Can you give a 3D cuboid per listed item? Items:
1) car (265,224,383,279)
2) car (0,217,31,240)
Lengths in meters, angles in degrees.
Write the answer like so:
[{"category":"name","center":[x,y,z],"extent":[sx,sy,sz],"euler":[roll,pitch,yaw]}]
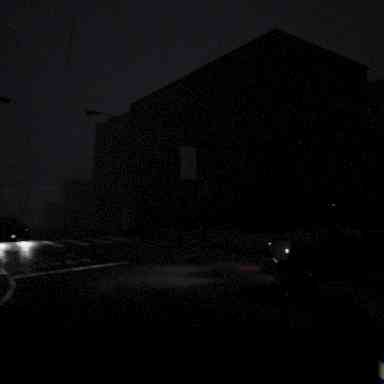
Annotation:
[{"category":"car","center":[4.591,1.626,9.633],"extent":[4.718,1.301,1.895],"euler":[0,0,-5]},{"category":"car","center":[-11.375,2.226,20.348],"extent":[2.033,1.411,5.357],"euler":[0,-4,-37]}]
